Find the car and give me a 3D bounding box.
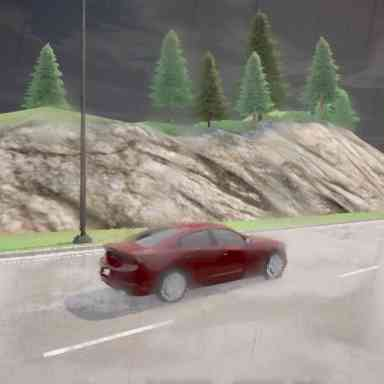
[{"bbox_3d":[0.256,1.477,8.235,5.008,1.535,1.882,0,0,-36],"label":"car"}]
